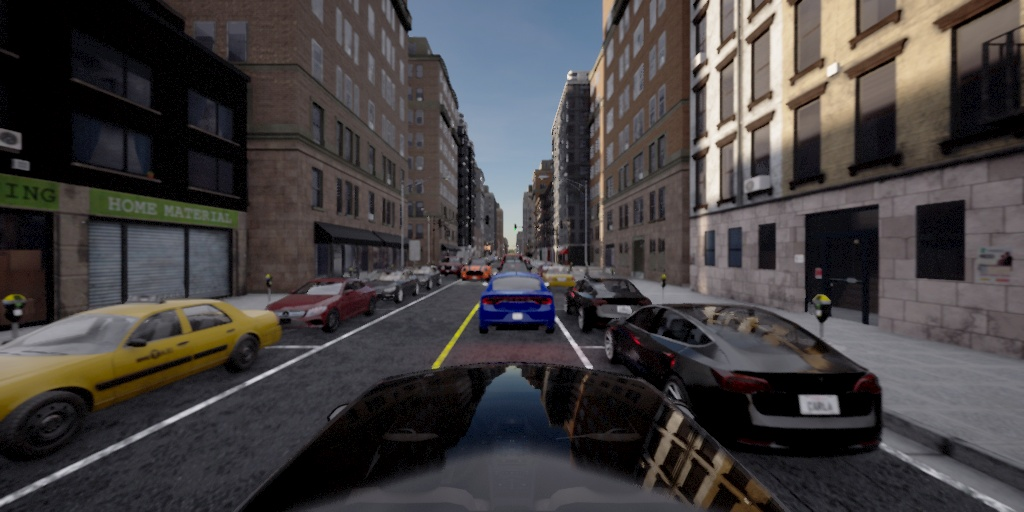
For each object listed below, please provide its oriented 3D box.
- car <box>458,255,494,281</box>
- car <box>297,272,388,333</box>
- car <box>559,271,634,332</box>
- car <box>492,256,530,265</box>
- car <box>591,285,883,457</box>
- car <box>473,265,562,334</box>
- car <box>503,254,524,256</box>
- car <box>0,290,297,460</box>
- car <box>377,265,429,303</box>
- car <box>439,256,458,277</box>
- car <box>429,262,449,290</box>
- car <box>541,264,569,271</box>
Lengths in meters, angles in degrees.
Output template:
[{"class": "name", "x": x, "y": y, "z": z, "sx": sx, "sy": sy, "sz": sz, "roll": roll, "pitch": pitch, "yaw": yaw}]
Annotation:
[{"class": "car", "x": -2.733, "y": 0.995, "z": 28.696, "sx": 2.097, "sy": 1.767, "sz": 4.553, "roll": 0, "pitch": 0, "yaw": 1}, {"class": "car", "x": -5.371, "y": 1.300, "z": 10.599, "sx": 1.802, "sy": 1.307, "sz": 4.207, "roll": 0, "pitch": 0, "yaw": 0}, {"class": "car", "x": 2.654, "y": 1.284, "z": 10.574, "sx": 1.948, "sy": 1.339, "sz": 4.313, "roll": 0, "pitch": 0, "yaw": 0}, {"class": "car", "x": 0.140, "y": 1.028, "z": 20.942, "sx": 2.097, "sy": 1.767, "sz": 4.553, "roll": 0, "pitch": 0, "yaw": 0}, {"class": "car", "x": 2.642, "y": 1.304, "z": 5.161, "sx": 1.948, "sy": 1.339, "sz": 4.313, "roll": 0, "pitch": 0, "yaw": 0}, {"class": "car", "x": 0.118, "y": 1.196, "z": 10.537, "sx": 1.882, "sy": 1.535, "sz": 5.008, "roll": 0, "pitch": 0, "yaw": 0}, {"class": "car", "x": 0.060, "y": 0.856, "z": 31.210, "sx": 2.150, "sy": 2.045, "sz": 5.566, "roll": 0, "pitch": 0, "yaw": 0}, {"class": "car", "x": -5.383, "y": 1.263, "z": 5.016, "sx": 1.751, "sy": 1.417, "sz": 4.829, "roll": 0, "pitch": 0, "yaw": 0}, {"class": "car", "x": -5.360, "y": 1.247, "z": 16.012, "sx": 2.007, "sy": 1.370, "sz": 4.403, "roll": 0, "pitch": 0, "yaw": 0}, {"class": "car", "x": -5.326, "y": 0.944, "z": 32.251, "sx": 2.192, "sy": 1.841, "sz": 5.009, "roll": 0, "pitch": 0, "yaw": 0}, {"class": "car", "x": -5.349, "y": 1.225, "z": 21.426, "sx": 2.007, "sy": 1.370, "sz": 4.403, "roll": 0, "pitch": 0, "yaw": 0}, {"class": "car", "x": 2.677, "y": 1.200, "z": 21.570, "sx": 1.751, "sy": 1.417, "sz": 4.829, "roll": 0, "pitch": 0, "yaw": 0}]
